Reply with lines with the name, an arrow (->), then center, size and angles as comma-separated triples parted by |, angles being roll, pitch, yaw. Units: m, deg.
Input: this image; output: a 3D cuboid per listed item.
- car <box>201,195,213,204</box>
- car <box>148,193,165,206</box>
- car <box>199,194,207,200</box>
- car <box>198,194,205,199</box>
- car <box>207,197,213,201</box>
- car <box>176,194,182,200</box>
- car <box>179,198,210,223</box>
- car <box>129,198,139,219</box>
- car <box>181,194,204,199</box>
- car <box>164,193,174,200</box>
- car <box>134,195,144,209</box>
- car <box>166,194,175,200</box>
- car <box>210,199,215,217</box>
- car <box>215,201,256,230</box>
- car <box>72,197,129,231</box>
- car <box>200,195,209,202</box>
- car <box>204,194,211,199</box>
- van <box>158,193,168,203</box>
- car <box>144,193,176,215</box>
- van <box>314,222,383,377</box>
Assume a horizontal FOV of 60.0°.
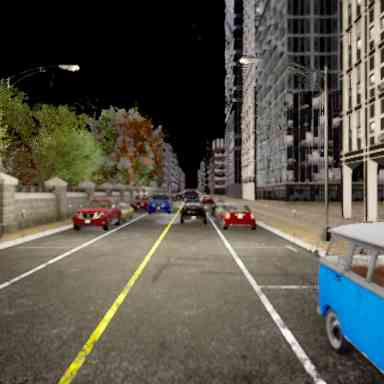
car -> 2.708, 1.292, 59.532 | 1.967, 1.590, 4.097 | 1, 0, 0
car -> -5.672, 1.186, 53.974 | 2.192, 1.841, 5.009 | 1, 0, 0
car -> 2.711, 1.211, 82.002 | 1.967, 1.590, 4.097 | 1, 0, 0
car -> 2.712, 1.268, 93.237 | 1.887, 1.381, 4.507 | 1, 0, 0
car -> 2.702, 1.501, 31.927 | 1.947, 1.339, 4.313 | 1, 0, 0
car -> -2.990, 1.168, 75.157 | 1.837, 1.490, 4.892 | 0, 0, 0
car -> 0.103, 1.458, 24.712 | 1.837, 1.490, 4.892 | 0, 0, 0
car -> -5.679, 1.475, 26.121 | 1.752, 1.417, 4.829 | 1, 0, 0
car -> 0.108, 1.262, 41.329 | 2.097, 1.767, 4.553 | 0, 0, 0
car -> -5.668, 1.086, 82.044 | 2.192, 1.841, 5.009 | 1, 0, 0
car -> -5.675, 1.236, 37.656 | 2.192, 1.841, 5.009 | 1, 0, 0
car -> -5.670, 1.292, 87.659 | 1.887, 1.381, 4.507 | 1, 0, 0
car -> 2.701, 1.474, 26.417 | 1.752, 1.417, 4.829 | 1, 0, 0
car -> 2.701, 1.402, 20.566 | 1.967, 1.590, 4.097 | 1, 0, 0
car -> -5.678, 1.277, 20.609 | 2.192, 1.841, 5.009 | 1, 0, 0
car -> 2.709, 1.338, 70.937 | 1.752, 1.417, 4.829 | 1, 0, 0
car -> 2.705, 1.453, 53.915 | 1.802, 1.307, 4.206 | 1, 0, 0
van -> -5.671, 1.174, 65.202 | 1.690, 1.788, 3.998 | 1, 0, 0
car -> -3.094, 1.153, 33.410 | 2.150, 2.045, 5.566 | 0, 0, 0
van -> 2.700, 1.335, 3.522 | 1.690, 1.788, 3.998 | 1, 0, 0
